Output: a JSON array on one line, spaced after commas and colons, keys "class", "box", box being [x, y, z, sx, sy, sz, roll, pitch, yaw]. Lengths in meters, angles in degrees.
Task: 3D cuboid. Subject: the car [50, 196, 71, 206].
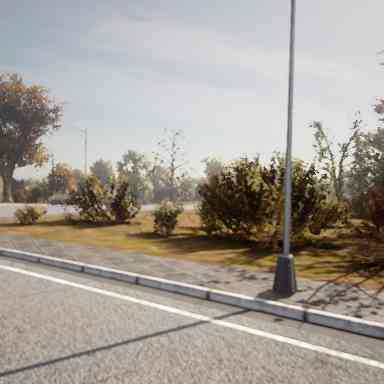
[{"class": "car", "box": [-17.951, 1.293, 47.502, 1.882, 1.535, 5.008, 2, -2, 20]}]
